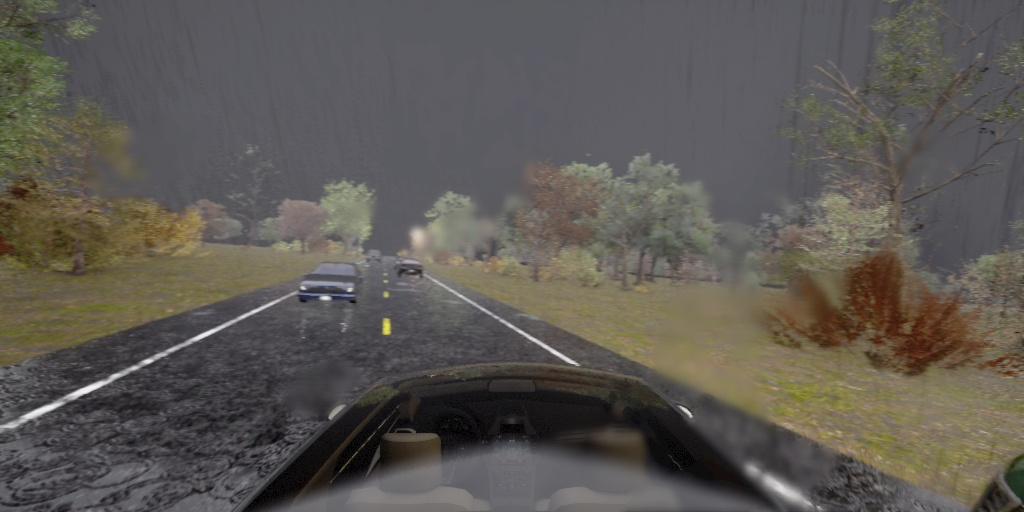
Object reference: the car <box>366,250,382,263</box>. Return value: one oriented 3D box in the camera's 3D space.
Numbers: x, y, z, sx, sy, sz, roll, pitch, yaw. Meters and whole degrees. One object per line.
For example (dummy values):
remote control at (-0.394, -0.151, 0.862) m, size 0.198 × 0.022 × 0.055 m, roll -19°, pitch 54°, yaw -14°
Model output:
car at (-21.934, 0.047, 57.057) m, size 2.150 × 2.045 × 5.566 m, roll 4°, pitch -1°, yaw -19°

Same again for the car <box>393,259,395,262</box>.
car at (-12.501, 0.809, 40.993) m, size 1.837 × 1.490 × 4.892 m, roll 4°, pitch 0°, yaw -19°

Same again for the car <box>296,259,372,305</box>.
car at (-6.817, 0.931, 13.990) m, size 2.033 × 1.411 × 5.357 m, roll 4°, pitch -1°, yaw -19°

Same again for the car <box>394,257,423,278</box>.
car at (-8.465, 0.928, 29.685) m, size 1.882 × 1.535 × 5.008 m, roll 4°, pitch -1°, yaw -20°
